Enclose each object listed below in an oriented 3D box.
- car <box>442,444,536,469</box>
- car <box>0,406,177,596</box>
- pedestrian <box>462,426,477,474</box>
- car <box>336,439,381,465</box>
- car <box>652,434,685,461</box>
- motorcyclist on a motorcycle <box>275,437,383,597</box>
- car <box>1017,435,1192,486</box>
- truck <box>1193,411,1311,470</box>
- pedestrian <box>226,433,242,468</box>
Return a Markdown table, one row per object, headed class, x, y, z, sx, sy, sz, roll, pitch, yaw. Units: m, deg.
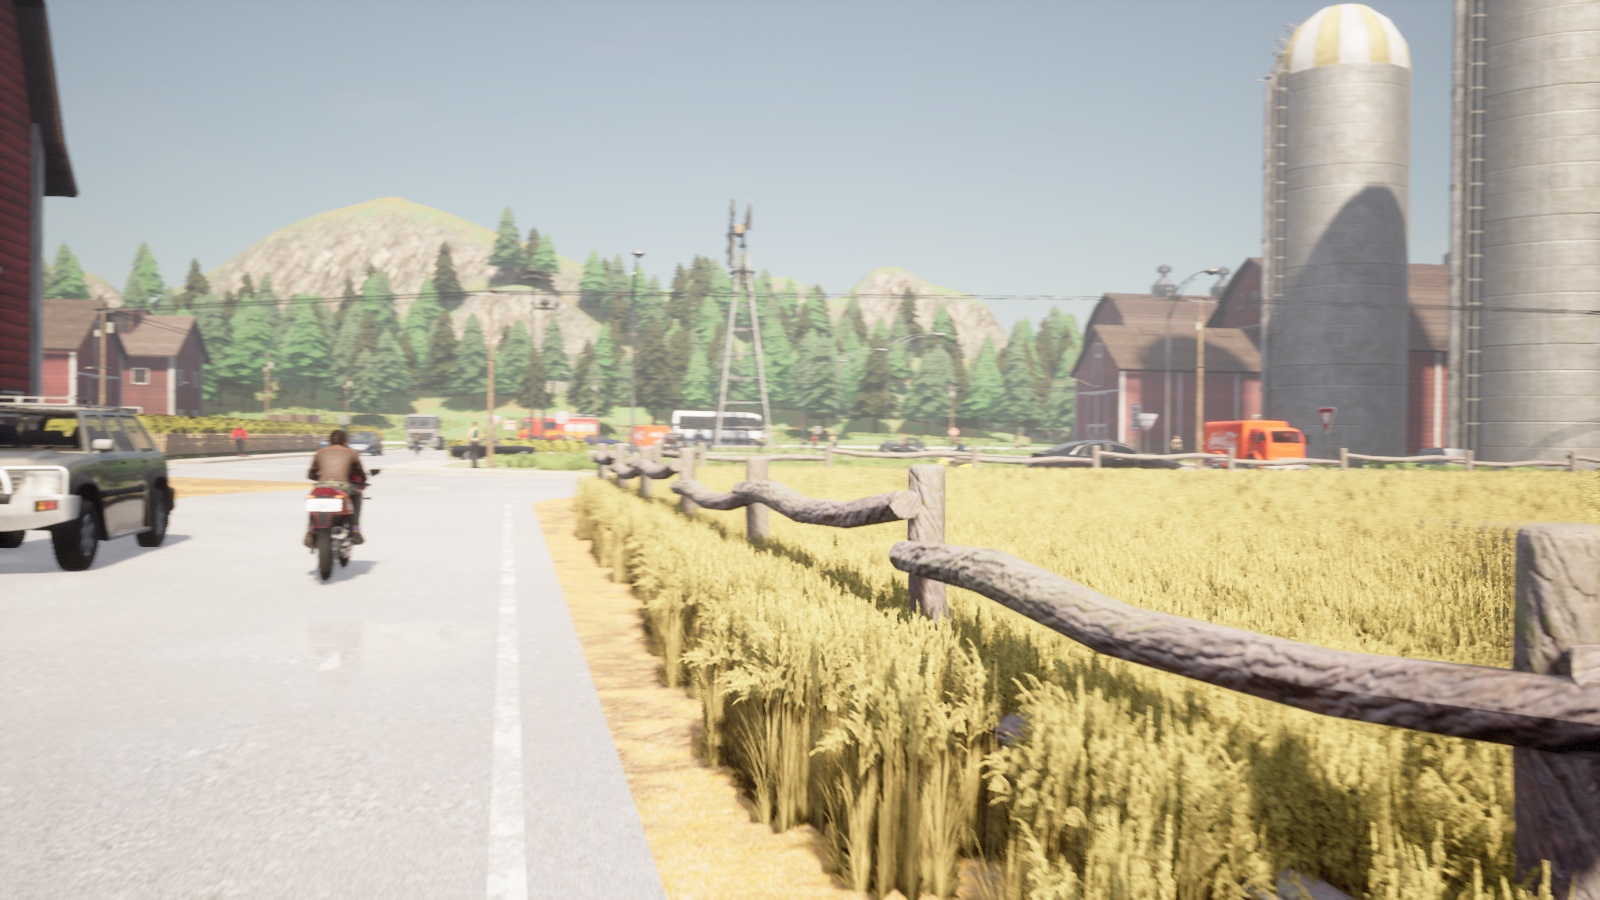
| class | x | y | z | sx | sy | sz | roll | pitch | yaw |
| --- | --- | --- | --- | --- | --- | --- | --- | --- | --- |
| car | -17.009 | 0.334 | 68.675 | 4.718 | 1.301 | 1.895 | -1 | 1 | -22 |
| car | -8.773 | 0.485 | 14.382 | 1.932 | 1.855 | 4.605 | -1 | 1 | -13 |
| pedestrian | -12.633 | -0.005 | 48.011 | 0.345 | 1.836 | 0.594 | -1 | 1 | -38 |
| car | -29.601 | 0.116 | 84.336 | 2.033 | 1.649 | 4.856 | -1 | 1 | -10 |
| car | -9.454 | -0.202 | 89.929 | 1.932 | 1.855 | 4.605 | -1 | 1 | -11 |
| motorcyclist on a motorcycle | -4.874 | 0.632 | 13.117 | 0.797 | 1.523 | 2.044 | -1 | 1 | -13 |
| car | 9.353 | 0.312 | 38.718 | 4.892 | 1.490 | 1.837 | 0 | 1 | -10 |
| truck | 19.980 | -0.417 | 55.774 | 2.627 | 2.467 | 5.204 | -1 | 1 | -11 |
| pedestrian | -30.238 | 0.004 | 67.106 | 0.634 | 1.844 | 0.899 | -1 | 1 | -14 |
